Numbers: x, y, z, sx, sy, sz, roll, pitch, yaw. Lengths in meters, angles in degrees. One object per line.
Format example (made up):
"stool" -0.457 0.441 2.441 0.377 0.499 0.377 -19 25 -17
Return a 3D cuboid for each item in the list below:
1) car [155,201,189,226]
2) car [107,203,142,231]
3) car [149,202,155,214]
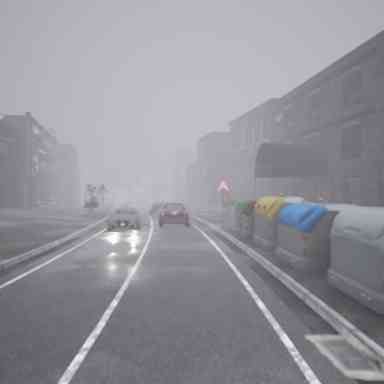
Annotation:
"car" -1.458 1.514 24.855 2.097 1.767 4.553 0 0 -7
"car" -4.306 1.707 21.636 1.994 1.385 4.181 0 0 -7
"car" -4.267 1.938 41.854 1.837 1.490 4.892 0 -2 -12
